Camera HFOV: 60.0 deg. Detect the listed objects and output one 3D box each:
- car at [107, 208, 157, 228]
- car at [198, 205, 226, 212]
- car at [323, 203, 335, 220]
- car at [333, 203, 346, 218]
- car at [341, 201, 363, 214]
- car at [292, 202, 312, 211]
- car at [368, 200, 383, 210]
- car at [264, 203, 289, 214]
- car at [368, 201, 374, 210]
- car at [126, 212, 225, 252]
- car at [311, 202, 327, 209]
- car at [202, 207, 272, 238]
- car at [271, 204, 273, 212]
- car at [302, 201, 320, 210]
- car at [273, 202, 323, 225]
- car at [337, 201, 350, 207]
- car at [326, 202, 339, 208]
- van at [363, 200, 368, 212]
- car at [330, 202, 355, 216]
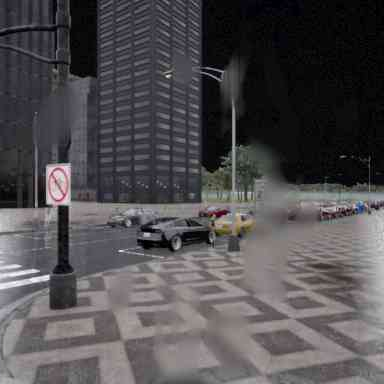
[{"bbox_3d":[-4.245,1.842,24.443,2.008,1.369,4.403,-1,-1,35],"label":"car"},{"bbox_3d":[2.307,2.016,33.634,1.887,1.381,4.507,-1,-2,35],"label":"car"},{"bbox_3d":[12.519,2.114,33.274,1.887,1.381,4.507,-1,-2,35],"label":"car"},{"bbox_3d":[15.800,2.246,37.874,1.802,1.307,4.206,-1,-2,36],"label":"car"},{"bbox_3d":[22.349,2.294,47.063,1.967,1.590,4.097,-1,-2,35],"label":"car"},{"bbox_3d":[18.687,2.494,56.609,2.008,1.369,4.403,-1,-2,35],"label":"car"},{"bbox_3d":[35.455,2.539,65.447,2.192,1.841,5.009,-1,-2,35],"label":"car"},{"bbox_3d":[12.134,2.305,47.418,2.008,1.369,4.403,-1,-2,35],"label":"car"},{"bbox_3d":[28.903,2.592,56.251,2.008,1.369,4.403,-1,-2,35],"label":"car"},{"bbox_3d":[-0.585,1.775,14.893,1.947,1.339,4.313,-1,-2,35],"label":"car"},{"bbox_3d":[25.240,2.673,65.799,1.887,1.381,4.507,-1,-2,35],"label":"car"},{"bbox_3d":[2.789,1.824,19.627,1.752,1.417,4.829,-1,-2,35],"label":"car"},{"bbox_3d":[8.858,2.210,42.824,2.008,1.369,4.403,-1,-2,35],"label":"car"},{"bbox_3d":[21.963,2.476,61.206,1.967,1.590,4.097,-1,-2,35],"label":"car"},{"bbox_3d":[9.242,1.791,28.685,2.192,1.841,5.009,-1,-2,35],"label":"car"},{"bbox_3d":[38.346,3.037,84.179,2.008,1.369,4.403,-1,-1,35],"label":"car"},{"bbox_3d":[31.794,2.891,74.989,1.802,1.307,4.206,-1,-2,35],"label":"car"},{"bbox_3d":[25.625,2.289,51.660,1.690,1.788,3.998,-1,-2,35],"label":"van"},{"bbox_3d":[19.072,2.304,42.465,1.887,1.381,4.507,-1,-2,35],"label":"car"}]
